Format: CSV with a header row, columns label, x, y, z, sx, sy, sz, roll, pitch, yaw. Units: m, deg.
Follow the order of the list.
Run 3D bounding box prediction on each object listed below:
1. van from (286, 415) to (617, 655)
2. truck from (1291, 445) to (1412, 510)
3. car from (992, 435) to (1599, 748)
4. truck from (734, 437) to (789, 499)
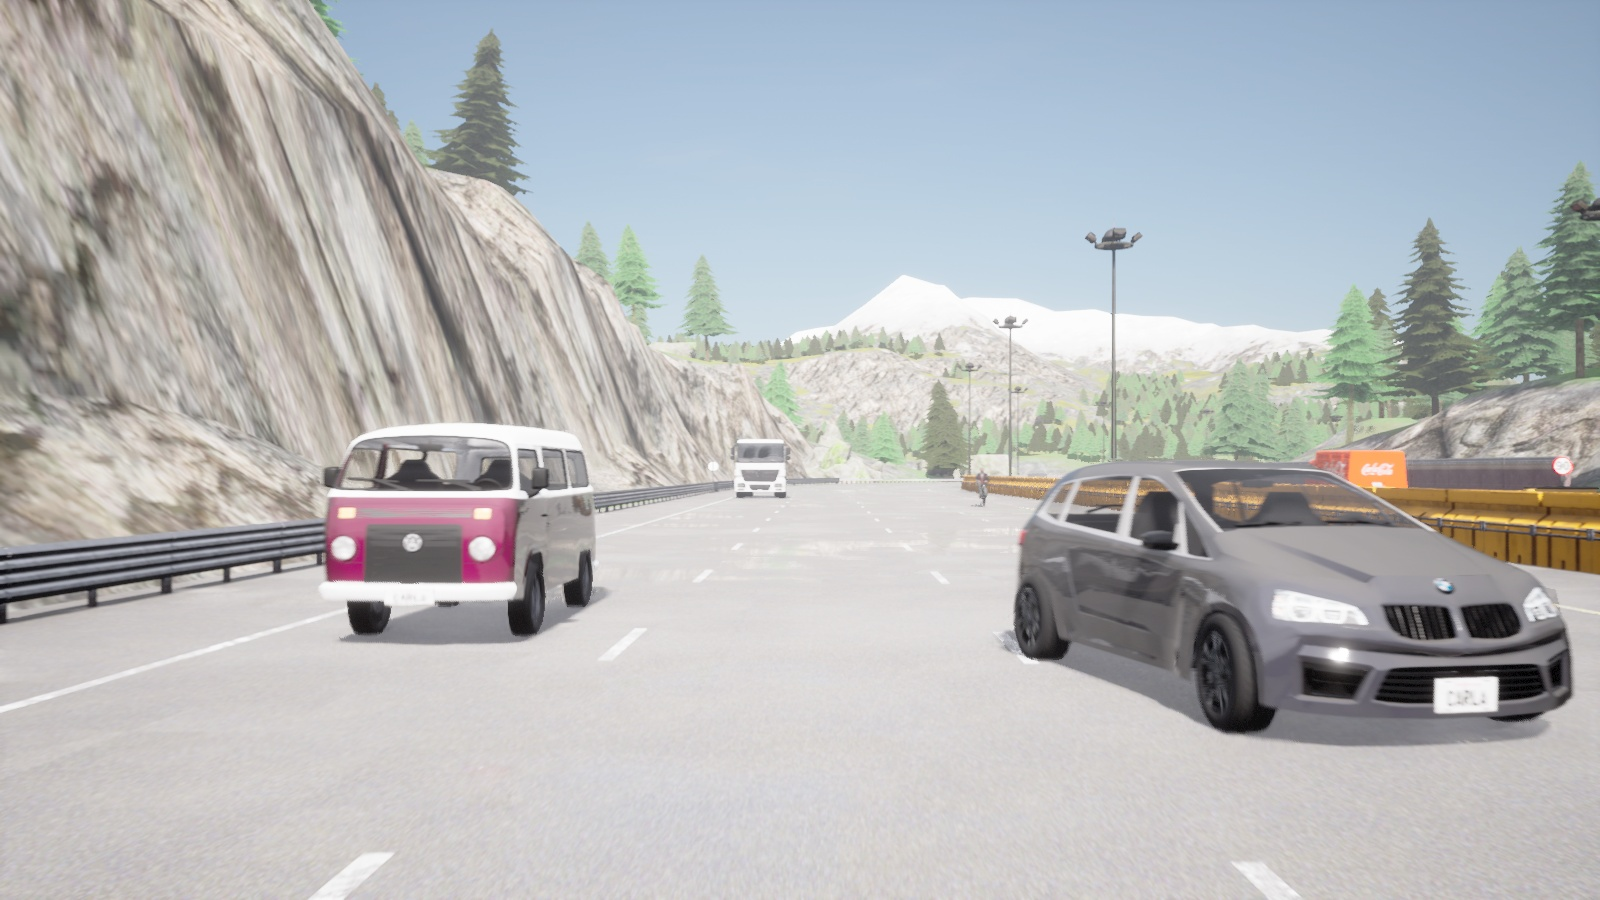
label,x,y,z,sx,sy,sz,roll,pitch,yaw
van,-3.293,0.769,12.923,2.069,2.038,4.480,0,-1,1
truck,21.941,1.086,50.251,2.627,2.467,5.204,0,-1,1
car,3.285,0.800,9.189,2.242,1.667,4.611,0,-1,-12
truck,-2.176,1.077,73.799,2.891,3.462,7.936,0,-1,0
